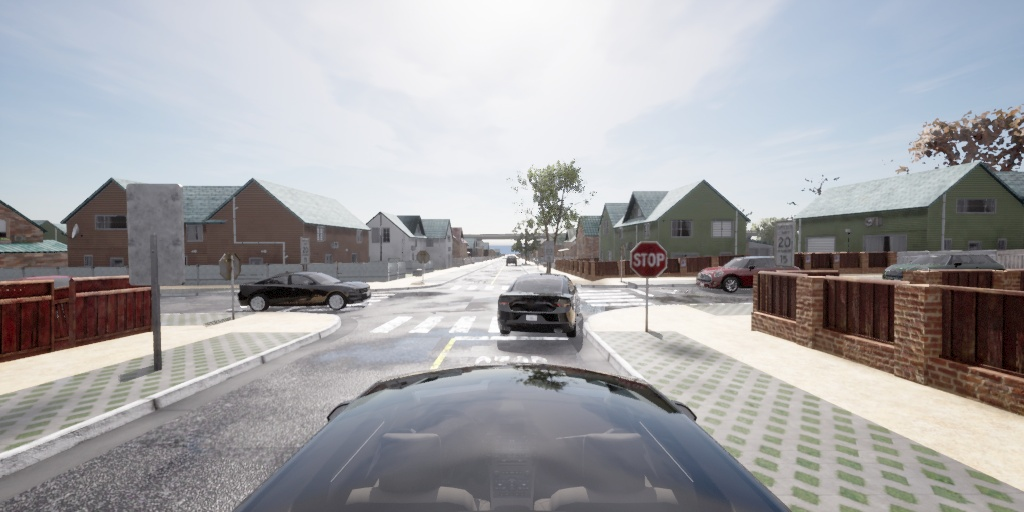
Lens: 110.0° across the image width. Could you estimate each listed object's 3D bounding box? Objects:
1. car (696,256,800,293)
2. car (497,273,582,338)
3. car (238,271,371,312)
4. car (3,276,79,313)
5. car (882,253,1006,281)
[{"bbox_3d":[11.785,0.820,18.008,4.553,1.767,2.097,-1,2,0],"label":"car"},{"bbox_3d":[0.947,1.224,10.384,1.882,1.535,5.008,0,0,12],"label":"car"},{"bbox_3d":[-8.486,1.376,14.898,5.008,1.535,1.882,-1,2,0],"label":"car"},{"bbox_3d":[-18.903,1.561,14.816,5.008,1.535,1.882,-1,2,-1],"label":"car"},{"bbox_3d":[21.680,0.646,18.092,4.553,1.767,2.097,-1,2,0],"label":"car"}]
